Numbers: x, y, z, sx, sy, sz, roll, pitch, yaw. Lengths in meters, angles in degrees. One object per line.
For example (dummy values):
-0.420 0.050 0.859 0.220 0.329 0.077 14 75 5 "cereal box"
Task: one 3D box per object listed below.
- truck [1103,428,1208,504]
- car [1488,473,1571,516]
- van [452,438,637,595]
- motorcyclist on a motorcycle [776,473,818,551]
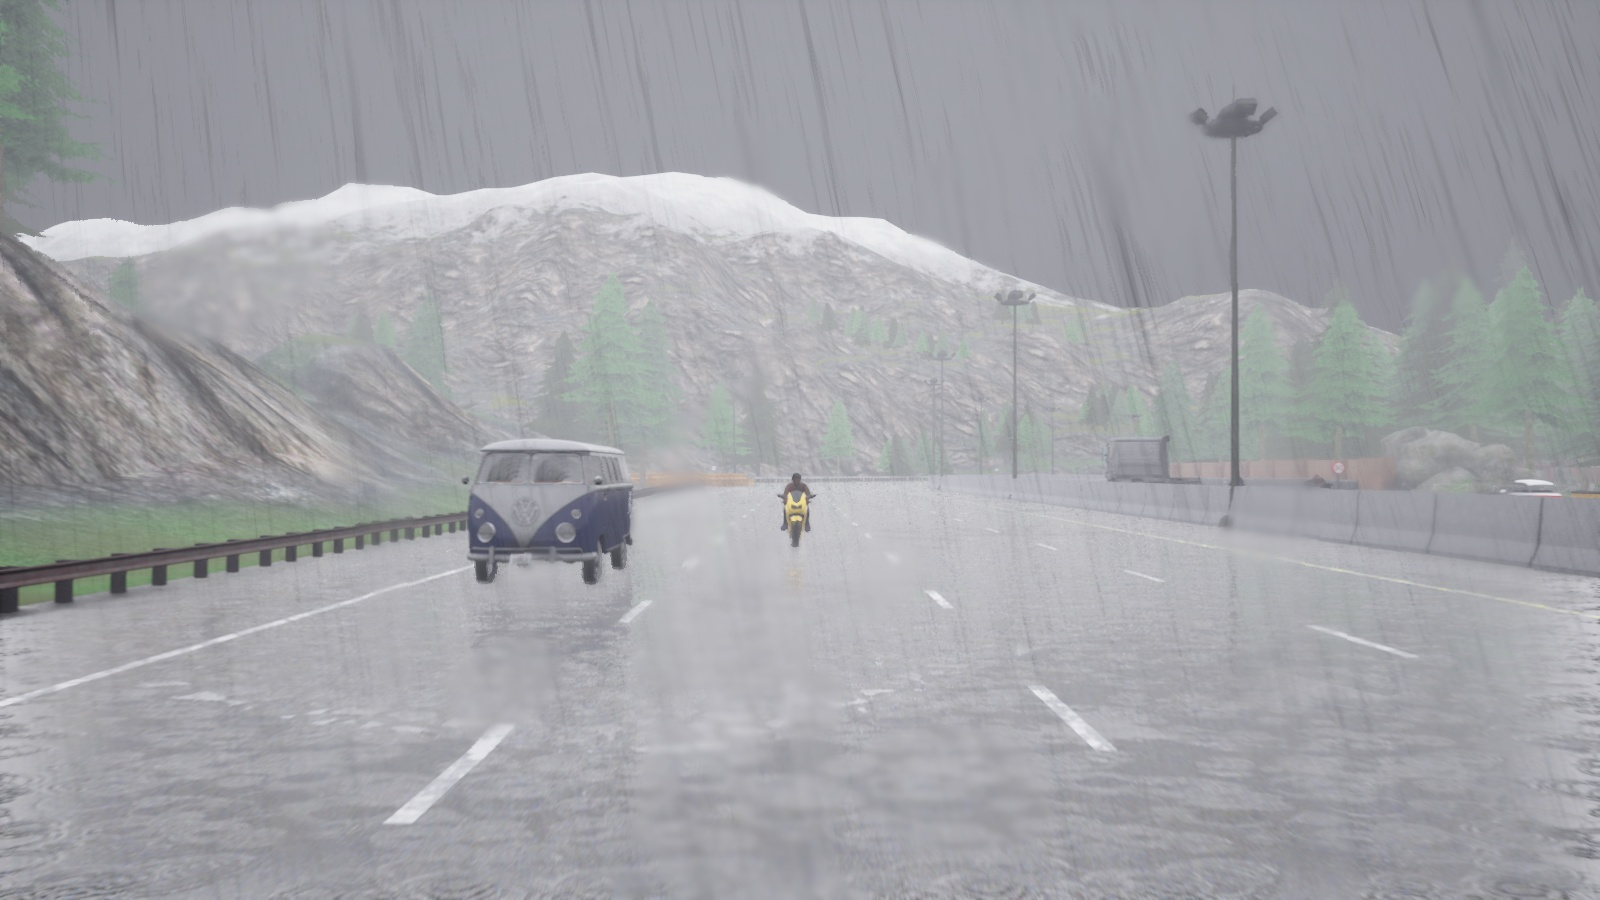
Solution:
17.346 0.800 61.911 2.891 3.462 7.936 0 -1 0 "truck"
24.398 1.476 42.083 1.481 1.376 2.207 0 0 0 "car"
-3.545 0.887 18.224 1.775 1.987 4.442 0 -1 0 "van"
-0.060 1.224 25.511 0.797 1.523 2.044 0 -1 0 "motorcyclist on a motorcycle"
